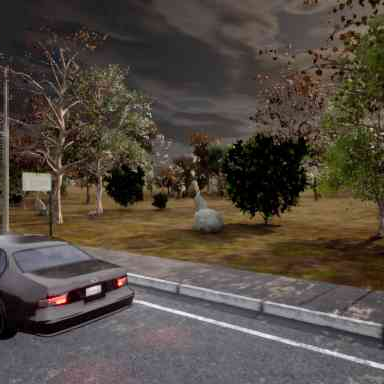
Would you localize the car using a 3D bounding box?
[{"bbox_3d":[-3.542,1.547,6.530,5.357,1.411,2.033,0,0,36],"label":"car"}]
